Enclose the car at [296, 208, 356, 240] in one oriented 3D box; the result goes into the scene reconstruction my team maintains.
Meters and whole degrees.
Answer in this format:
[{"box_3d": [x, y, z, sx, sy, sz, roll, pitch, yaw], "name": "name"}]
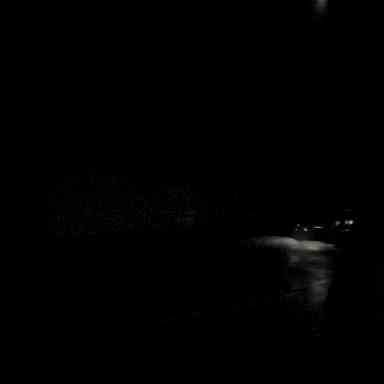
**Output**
[{"box_3d": [7.653, 1.658, 18.056, 4.892, 1.490, 1.837, 1, 0, -36], "name": "car"}]
